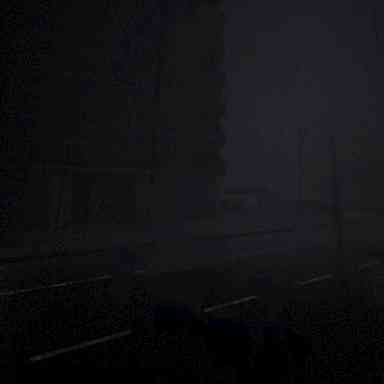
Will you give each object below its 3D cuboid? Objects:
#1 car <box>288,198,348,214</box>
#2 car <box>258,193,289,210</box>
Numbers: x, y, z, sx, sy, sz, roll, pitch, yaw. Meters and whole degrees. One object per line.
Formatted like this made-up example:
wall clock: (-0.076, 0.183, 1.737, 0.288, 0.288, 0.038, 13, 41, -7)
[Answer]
car: (13.084, 1.492, 34.273, 2.033, 1.411, 5.357, 0, 0, -37)
car: (10.989, 1.168, 42.742, 2.150, 2.045, 5.566, 0, 0, -38)
